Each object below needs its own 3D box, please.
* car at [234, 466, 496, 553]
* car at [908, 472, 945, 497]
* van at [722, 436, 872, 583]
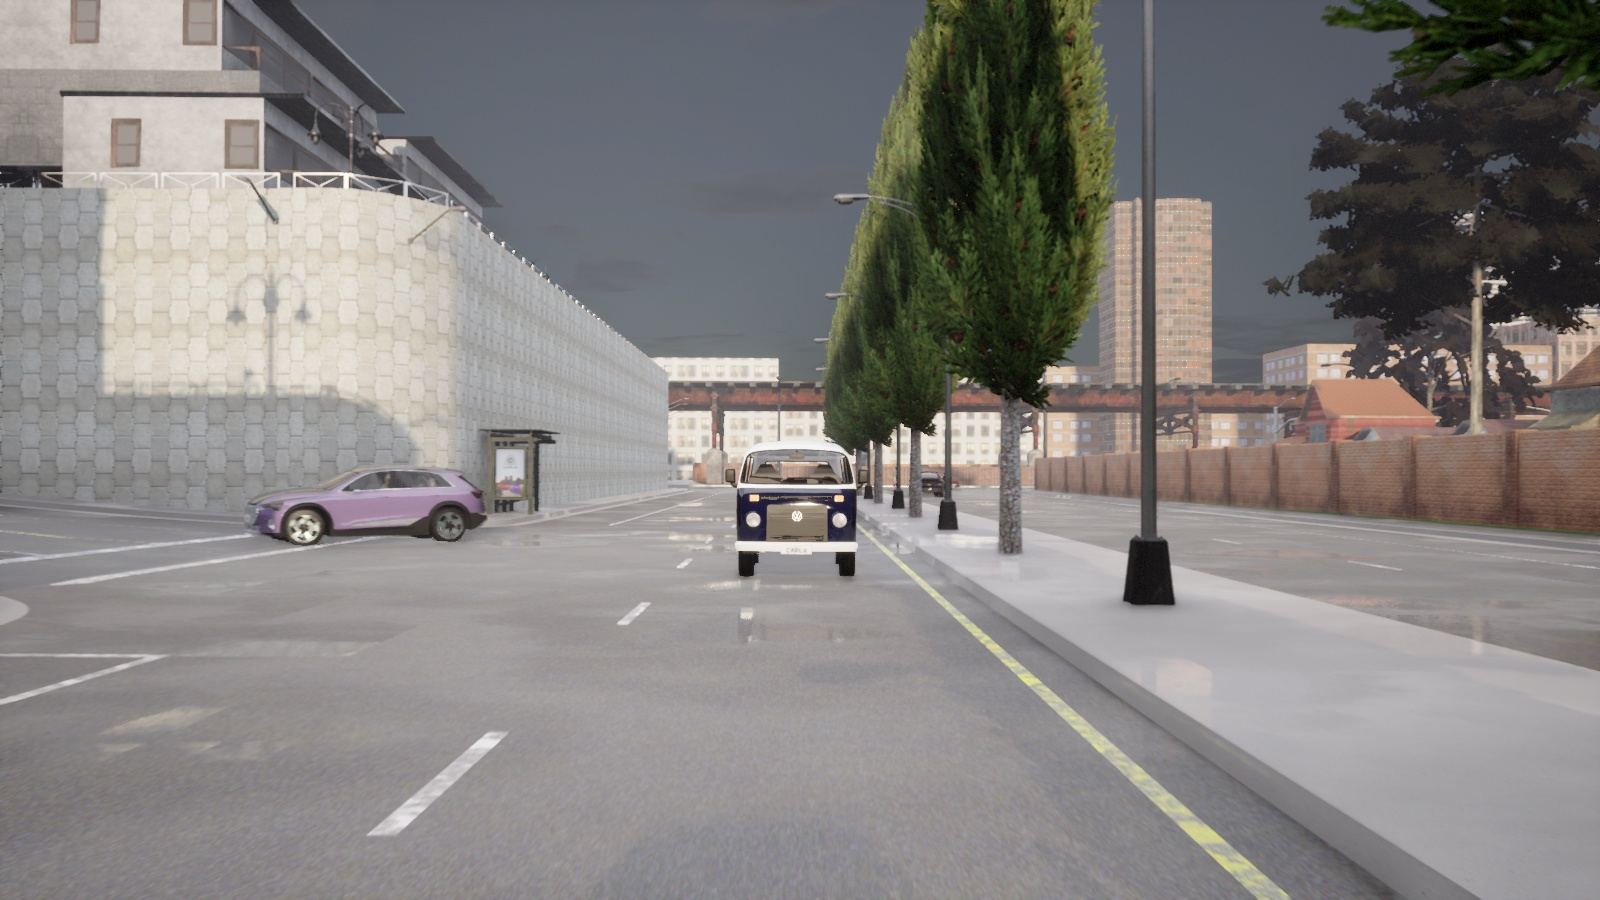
[{"bbox_3d":[-9.138,1.194,26.563,4.856,1.649,2.033,1,0,-35],"label":"car"},{"bbox_3d":[7.811,2.093,77.947,1.837,1.490,4.892,0,-1,0],"label":"car"},{"bbox_3d":[-0.048,0.862,19.657,2.069,2.038,4.480,0,-1,0],"label":"van"}]
